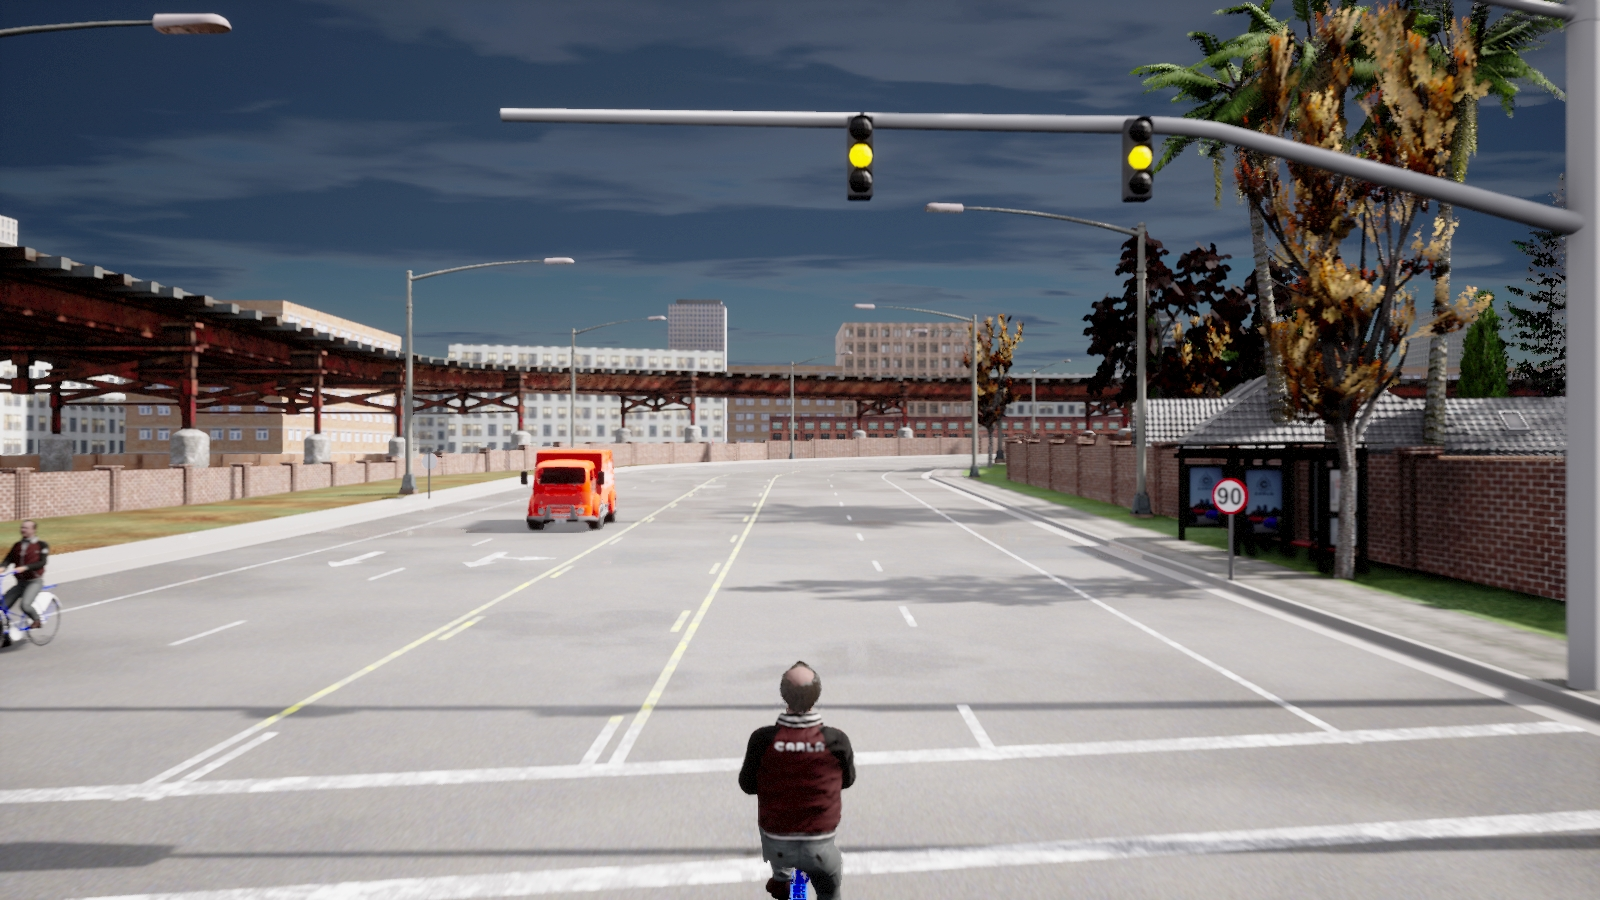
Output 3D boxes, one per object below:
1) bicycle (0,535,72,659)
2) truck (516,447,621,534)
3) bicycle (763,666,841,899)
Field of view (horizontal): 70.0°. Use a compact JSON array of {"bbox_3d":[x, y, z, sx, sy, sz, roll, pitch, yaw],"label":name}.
[{"bbox_3d":[-10.490,1.952,15.300,0.329,1.496,1.835,0,0,0],"label":"bicycle"},{"bbox_3d":[-7.284,1.207,36.574,2.627,2.467,5.204,0,1,-4],"label":"truck"},{"bbox_3d":[0.014,2.018,5.749,0.329,1.496,1.835,0,0,0],"label":"bicycle"}]
